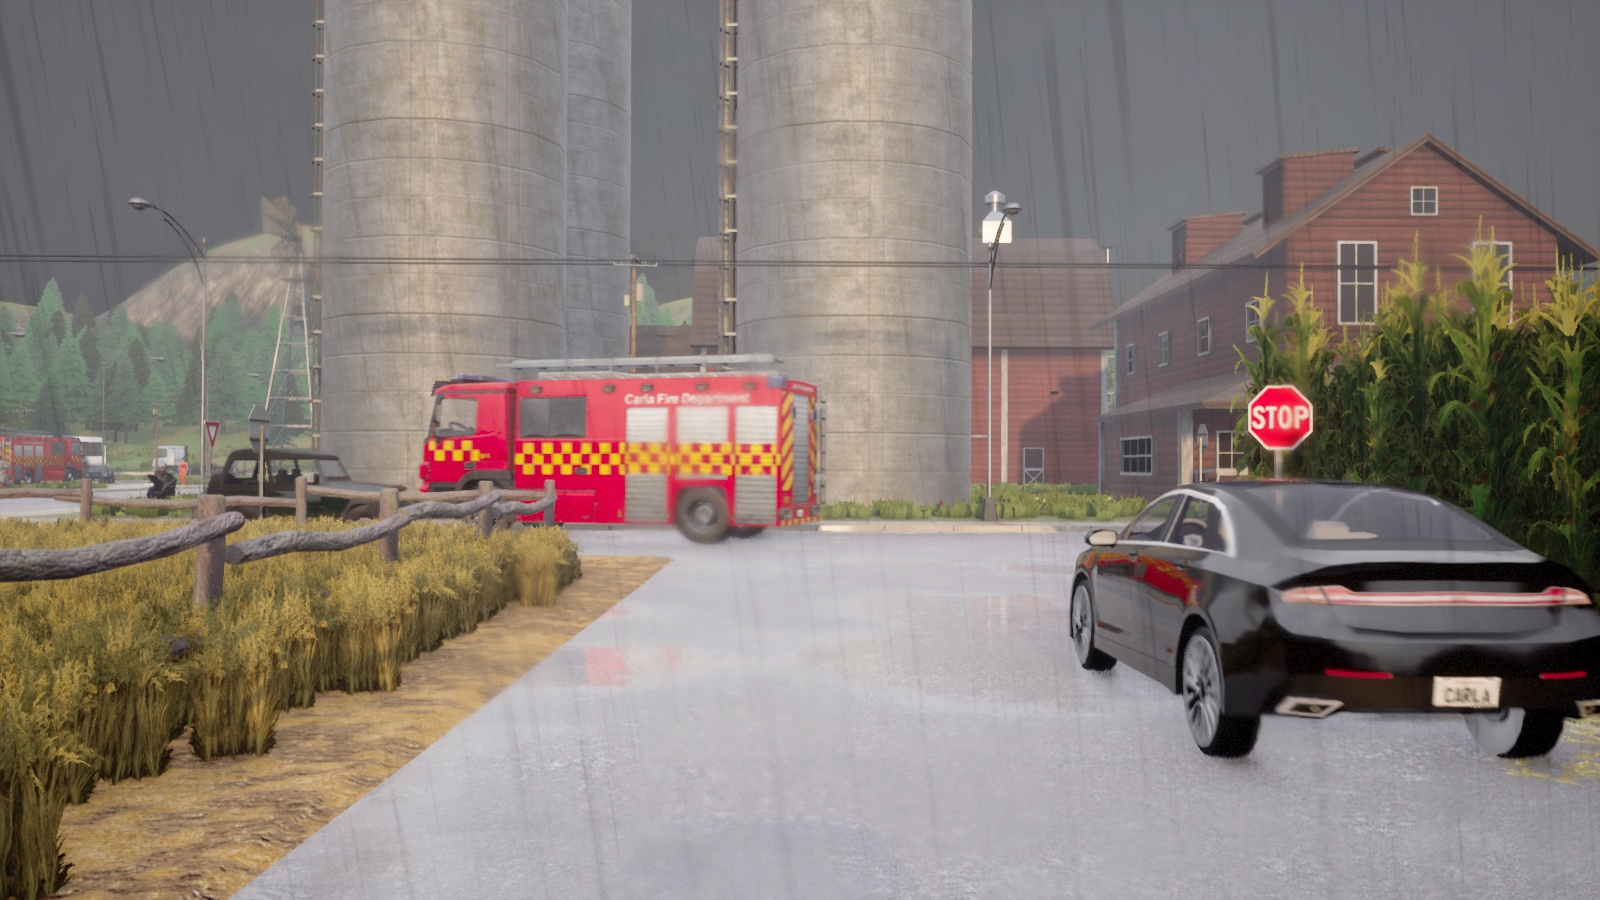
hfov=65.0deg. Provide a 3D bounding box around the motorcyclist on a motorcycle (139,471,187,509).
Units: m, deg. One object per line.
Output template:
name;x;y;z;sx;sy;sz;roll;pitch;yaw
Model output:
motorcyclist on a motorcycle;-26.133;1.633;51.556;0.866;1.530;2.191;0;-1;-1

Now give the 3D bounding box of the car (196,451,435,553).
car;-9.249;0.975;24.204;3.866;1.878;1.905;0;-1;0

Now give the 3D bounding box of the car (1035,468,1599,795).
car;3.090;0.880;8.315;2.128;1.511;4.902;0;-1;0

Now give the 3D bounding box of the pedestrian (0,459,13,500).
pedestrian;-38.463;1.416;60.409;0.659;1.952;0.873;0;-1;-3

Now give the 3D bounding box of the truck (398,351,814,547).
truck;-4.172;0.031;27.152;8.468;3.827;2.891;0;-1;17
